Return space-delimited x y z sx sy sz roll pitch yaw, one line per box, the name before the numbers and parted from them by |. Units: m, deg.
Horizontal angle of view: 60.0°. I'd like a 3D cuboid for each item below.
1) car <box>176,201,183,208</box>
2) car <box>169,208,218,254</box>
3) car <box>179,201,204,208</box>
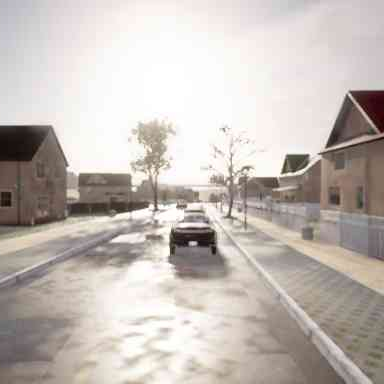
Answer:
car | -1.650 2.344 58.472 1.994 1.385 4.181 0 -1 2
car | 0.068 1.644 14.263 2.128 1.511 4.902 0 -1 1
car | 0.280 1.829 29.259 2.128 1.511 4.902 0 -1 1
